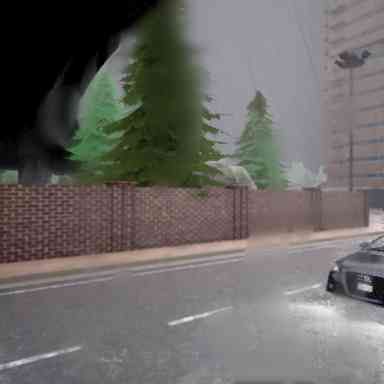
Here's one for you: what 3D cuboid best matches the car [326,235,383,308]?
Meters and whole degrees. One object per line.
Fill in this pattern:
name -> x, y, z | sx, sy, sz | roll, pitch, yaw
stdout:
car -> 4.911, 1.650, 7.463 | 4.181, 1.385, 1.994 | 1, 0, -35
